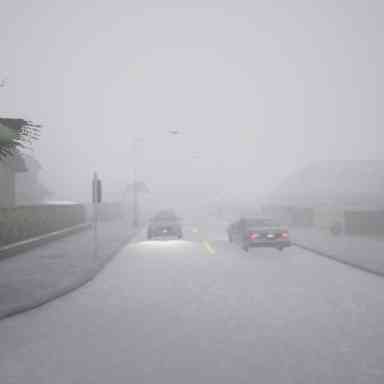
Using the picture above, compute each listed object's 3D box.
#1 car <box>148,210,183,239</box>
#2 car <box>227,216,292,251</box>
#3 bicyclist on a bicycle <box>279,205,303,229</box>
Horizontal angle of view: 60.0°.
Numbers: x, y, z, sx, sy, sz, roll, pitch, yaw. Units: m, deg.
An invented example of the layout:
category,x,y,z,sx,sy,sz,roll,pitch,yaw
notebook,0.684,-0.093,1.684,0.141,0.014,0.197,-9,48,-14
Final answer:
category,x,y,z,sx,sy,sz,roll,pitch,yaw
car,-1.634,2.050,20.529,1.994,1.385,4.181,-1,-1,-4
car,2.944,1.847,15.669,2.033,1.411,5.357,-1,-1,-4
bicyclist on a bicycle,6.654,1.730,22.408,1.656,1.620,0.582,-1,-1,-4
